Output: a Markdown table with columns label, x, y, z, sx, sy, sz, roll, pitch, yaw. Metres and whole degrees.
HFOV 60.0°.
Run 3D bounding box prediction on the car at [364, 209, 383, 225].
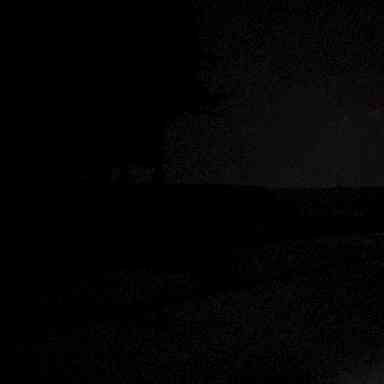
| label | x | y | z | sx | sy | sz | roll | pitch | yaw |
| --- | --- | --- | --- | --- | --- | --- | --- | --- | --- |
| car | 15.659 | 1.887 | 24.892 | 1.895 | 1.301 | 4.718 | 1 | 0 | -36 |
